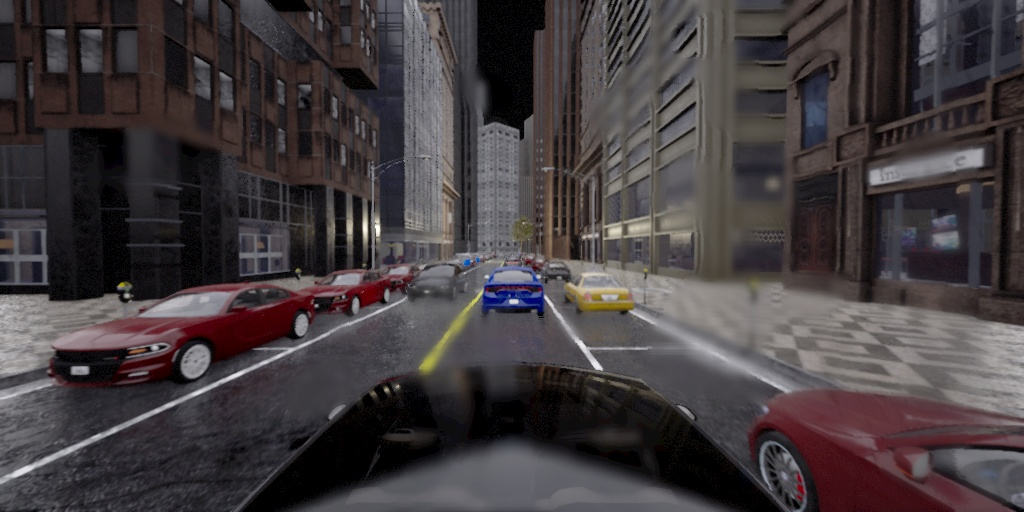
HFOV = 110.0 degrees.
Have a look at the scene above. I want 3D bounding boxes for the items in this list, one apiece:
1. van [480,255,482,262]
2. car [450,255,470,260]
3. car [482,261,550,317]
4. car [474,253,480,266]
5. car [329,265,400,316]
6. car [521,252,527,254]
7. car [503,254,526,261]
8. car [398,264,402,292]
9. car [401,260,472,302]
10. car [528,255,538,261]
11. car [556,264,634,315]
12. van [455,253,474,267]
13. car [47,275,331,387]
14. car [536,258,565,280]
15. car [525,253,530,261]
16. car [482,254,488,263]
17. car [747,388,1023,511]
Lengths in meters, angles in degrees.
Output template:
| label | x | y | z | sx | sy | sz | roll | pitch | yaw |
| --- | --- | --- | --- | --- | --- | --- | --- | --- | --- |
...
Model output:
| label | x | y | z | sx | sy | sz | roll | pitch | yaw |
| --- | --- | --- | --- | --- | --- | --- | --- | --- | --- |
| van | -5.669 | 0.467 | 51.957 | 1.690 | 1.789 | 3.998 | 0 | 0 | 0 |
| car | -5.669 | 0.893 | 35.084 | 2.007 | 1.370 | 4.403 | 0 | 0 | 0 |
| car | 0.033 | 1.099 | 12.530 | 1.882 | 1.535 | 5.008 | 0 | 1 | 0 |
| car | -5.669 | 0.639 | 46.333 | 1.967 | 1.591 | 4.097 | 0 | 0 | 0 |
| car | -5.669 | 1.165 | 12.587 | 1.888 | 1.381 | 4.507 | 0 | 0 | 0 |
| car | 2.857 | 0.492 | 57.586 | 1.967 | 1.591 | 4.097 | 0 | 0 | 0 |
| car | 0.100 | 0.798 | 37.982 | 2.128 | 1.511 | 4.902 | 0 | 1 | 0 |
| car | -5.669 | 1.097 | 18.211 | 1.888 | 1.381 | 4.507 | 0 | 0 | 0 |
| car | -3.097 | 1.087 | 15.735 | 1.837 | 1.490 | 4.892 | 0 | 1 | 0 |
| car | 2.857 | 0.887 | 35.089 | 1.888 | 1.381 | 4.507 | 0 | 0 | 0 |
| car | 2.857 | 1.146 | 12.763 | 1.751 | 1.417 | 4.829 | 0 | 0 | 0 |
| van | -5.669 | 0.612 | 40.708 | 1.690 | 1.789 | 3.998 | 0 | 0 | 0 |
| car | -5.669 | 1.233 | 6.962 | 1.888 | 1.381 | 4.507 | 0 | 0 | 0 |
| car | 2.857 | 1.033 | 23.841 | 2.007 | 1.370 | 4.403 | 0 | 0 | 0 |
| car | 2.857 | 0.671 | 51.961 | 1.888 | 1.381 | 4.507 | 0 | 0 | 0 |
| car | -5.669 | 0.559 | 63.206 | 1.802 | 1.307 | 4.207 | 0 | 0 | 0 |
| car | 2.857 | 1.336 | 1.344 | 1.802 | 1.307 | 4.207 | 0 | 0 | 0 |
